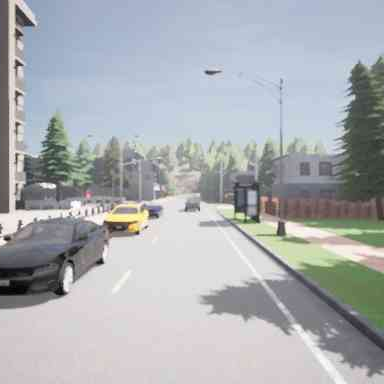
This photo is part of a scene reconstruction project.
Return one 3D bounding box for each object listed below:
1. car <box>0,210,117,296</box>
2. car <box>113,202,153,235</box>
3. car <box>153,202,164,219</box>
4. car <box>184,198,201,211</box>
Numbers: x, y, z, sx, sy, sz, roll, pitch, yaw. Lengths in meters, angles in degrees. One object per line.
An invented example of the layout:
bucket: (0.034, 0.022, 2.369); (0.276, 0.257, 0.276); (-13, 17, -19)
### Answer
car: (-3.601, 1.461, 8.842); (1.882, 1.535, 5.008); (0, 0, 0)
car: (-3.593, 1.443, 18.803); (1.882, 1.535, 5.008); (0, 0, 0)
car: (-3.563, 1.548, 28.905); (1.895, 1.301, 4.718); (0, 0, 0)
car: (0.068, 1.475, 39.799); (2.033, 1.411, 5.357); (0, 0, 0)
